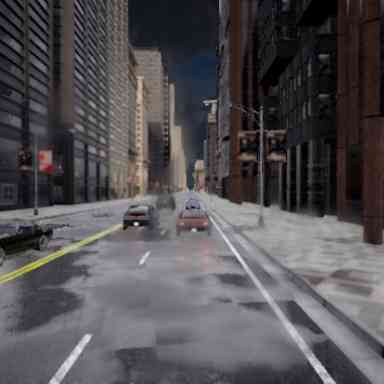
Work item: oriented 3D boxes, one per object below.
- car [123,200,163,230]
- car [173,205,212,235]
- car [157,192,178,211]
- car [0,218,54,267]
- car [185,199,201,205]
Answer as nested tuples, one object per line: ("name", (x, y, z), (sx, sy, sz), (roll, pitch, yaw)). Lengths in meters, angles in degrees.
("car", (-3.151, 1.537, 21.250), (1.837, 1.490, 4.892), (0, 0, 0))
("car", (0.098, 1.628, 18.888), (1.895, 1.301, 4.718), (0, 0, 0))
("car", (-3.151, 1.275, 41.443), (2.150, 2.045, 5.566), (0, 0, 0))
("car", (-6.583, 1.617, 11.371), (1.895, 1.301, 4.718), (0, 0, 0))
("car", (0.107, 1.601, 42.734), (2.033, 1.411, 5.357), (0, 0, 0))
